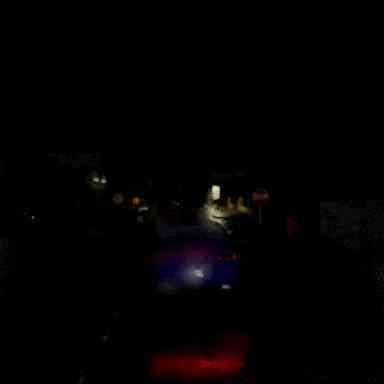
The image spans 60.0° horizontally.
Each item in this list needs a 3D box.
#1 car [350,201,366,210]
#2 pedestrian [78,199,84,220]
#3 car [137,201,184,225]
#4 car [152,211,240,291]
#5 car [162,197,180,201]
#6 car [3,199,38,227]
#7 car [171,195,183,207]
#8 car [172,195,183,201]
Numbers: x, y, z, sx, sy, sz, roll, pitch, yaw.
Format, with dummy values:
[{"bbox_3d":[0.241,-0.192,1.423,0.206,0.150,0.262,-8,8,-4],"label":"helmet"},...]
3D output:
[{"bbox_3d":[12.312,1.436,25.053,4.902,1.511,2.128,-1,-2,1],"label":"car"},{"bbox_3d":[-9.602,1.479,28.311,0.375,1.860,0.375,0,-1,1],"label":"pedestrian"},{"bbox_3d":[-2.122,1.583,23.005,1.837,1.490,4.892,0,0,-33],"label":"car"},{"bbox_3d":[0.114,1.496,9.085,1.882,1.535,5.008,0,0,0],"label":"car"},{"bbox_3d":[-2.756,1.642,37.395,2.128,1.511,4.902,0,0,0],"label":"car"},{"bbox_3d":[-13.497,1.396,22.494,5.566,2.045,2.150,-1,-2,1],"label":"car"},{"bbox_3d":[-2.836,1.620,61.873,2.150,2.045,5.566,0,-1,-2],"label":"car"},{"bbox_3d":[-2.735,1.583,47.002,2.097,1.767,4.553,0,-1,0],"label":"car"}]
